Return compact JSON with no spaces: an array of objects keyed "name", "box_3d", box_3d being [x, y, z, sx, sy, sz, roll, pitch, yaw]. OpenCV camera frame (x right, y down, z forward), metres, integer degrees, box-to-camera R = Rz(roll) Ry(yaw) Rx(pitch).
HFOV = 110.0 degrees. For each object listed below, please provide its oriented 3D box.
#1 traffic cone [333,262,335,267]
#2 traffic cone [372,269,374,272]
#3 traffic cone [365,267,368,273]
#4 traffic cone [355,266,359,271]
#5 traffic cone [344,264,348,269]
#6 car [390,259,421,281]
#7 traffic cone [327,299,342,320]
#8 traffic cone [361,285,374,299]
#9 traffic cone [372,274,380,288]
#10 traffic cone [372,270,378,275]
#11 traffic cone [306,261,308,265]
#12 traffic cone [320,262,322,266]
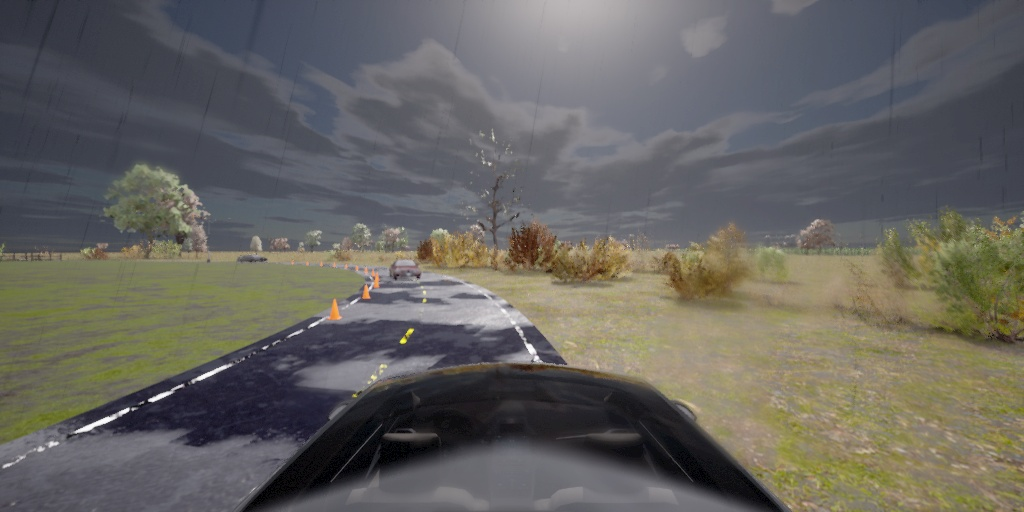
[{"name":"traffic cone","box_3d":[-22.210,1.100,44.834,0.340,0.580,0.340,0,0,-43]},{"name":"traffic cone","box_3d":[-11.252,1.345,29.063,0.340,0.580,0.340,0,0,-26]},{"name":"traffic cone","box_3d":[-13.549,1.283,33.297,0.340,0.580,0.340,0,0,-31]},{"name":"traffic cone","box_3d":[-16.151,1.220,37.352,0.340,0.580,0.340,0,0,-35]},{"name":"traffic cone","box_3d":[-19.043,1.158,41.204,0.340,0.580,0.340,0,0,-39]},{"name":"car","box_3d":[-7.938,0.964,26.519,1.812,1.442,4.674,0,1,-24]},{"name":"traffic cone","box_3d":[-5.334,1.591,10.794,0.340,0.580,0.340,0,0,-10]},{"name":"traffic cone","box_3d":[-6.306,1.530,15.512,0.340,0.580,0.340,0,0,-14]},{"name":"traffic cone","box_3d":[-7.621,1.469,20.146,0.340,0.580,0.340,0,0,-18]},{"name":"traffic cone","box_3d":[-9.273,1.407,24.672,0.340,0.580,0.340,0,0,-22]},{"name":"traffic cone","box_3d":[-29.300,0.999,51.347,0.340,0.580,0.340,0,0,38]},{"name":"traffic cone","box_3d":[-25.635,1.047,48.221,0.340,0.580,0.340,0,0,43]}]
